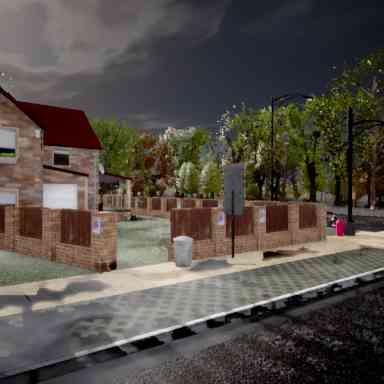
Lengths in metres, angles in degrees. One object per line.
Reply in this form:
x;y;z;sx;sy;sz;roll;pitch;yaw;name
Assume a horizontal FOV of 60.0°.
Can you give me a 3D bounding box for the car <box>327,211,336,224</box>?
7.715;1.468;23.376;1.812;1.442;4.674;0;0;-36;car
